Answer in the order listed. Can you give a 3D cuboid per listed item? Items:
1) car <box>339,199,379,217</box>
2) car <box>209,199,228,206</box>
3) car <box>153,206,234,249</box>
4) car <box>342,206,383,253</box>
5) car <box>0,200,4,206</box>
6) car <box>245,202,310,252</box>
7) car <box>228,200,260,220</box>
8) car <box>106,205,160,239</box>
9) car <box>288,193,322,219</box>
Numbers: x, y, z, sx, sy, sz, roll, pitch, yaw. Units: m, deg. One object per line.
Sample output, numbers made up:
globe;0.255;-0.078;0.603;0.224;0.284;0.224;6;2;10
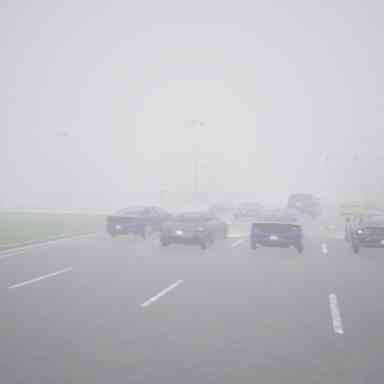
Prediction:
car;14.314;1.362;28.254;5.008;1.535;1.882;0;-1;-43
car;2.950;1.417;32.569;1.812;1.442;4.674;0;0;18
car;0.243;1.517;14.563;1.994;1.385;4.181;0;0;21
car;7.138;1.472;13.000;1.812;1.442;4.674;0;0;21
car;-30.628;1.402;50.128;4.892;1.490;1.837;0;0;20
car;3.741;1.427;13.914;1.882;1.535;5.008;0;0;21
car;4.746;1.454;26.779;2.033;1.411;5.357;0;0;21
car;-2.456;1.427;17.324;1.882;1.535;5.008;0;0;21
car;9.479;1.118;27.931;2.150;2.045;5.566;-1;0;28
